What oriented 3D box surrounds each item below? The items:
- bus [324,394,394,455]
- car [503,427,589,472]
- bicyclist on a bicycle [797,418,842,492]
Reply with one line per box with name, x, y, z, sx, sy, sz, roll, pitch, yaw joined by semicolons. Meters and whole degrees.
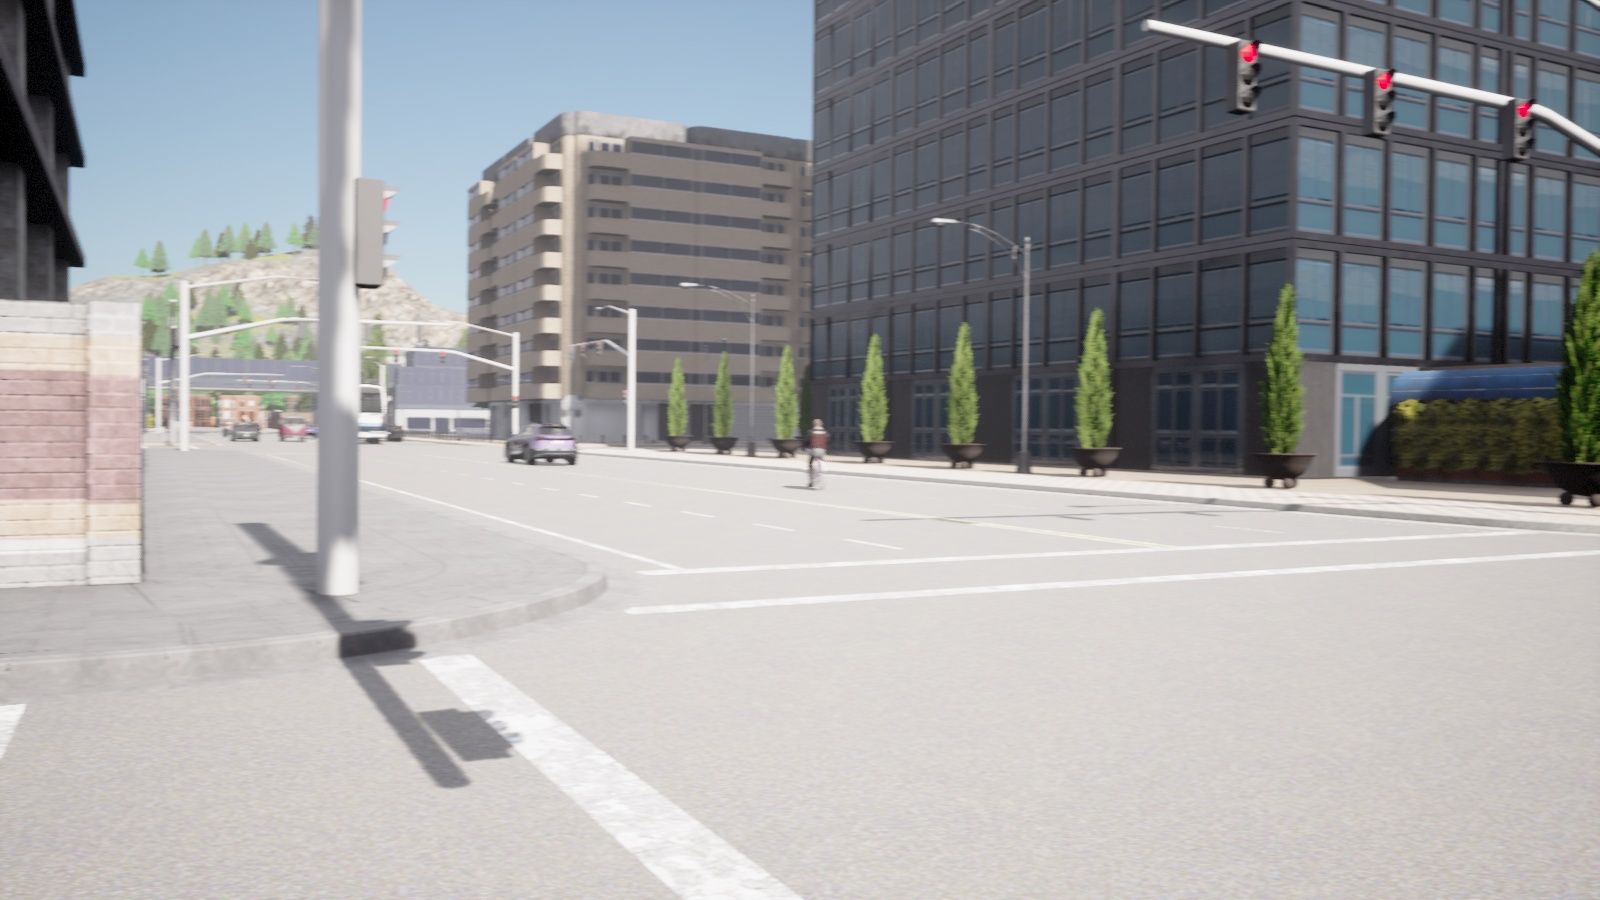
bus;-32.965;-1.902;93.616;3.944;4.253;10.273;-1;1;-25
car;-10.084;-0.047;49.479;2.033;1.649;4.856;-1;1;-28
bicyclist on a bicycle;0.464;0.105;31.489;0.659;1.776;1.843;-1;1;-14
